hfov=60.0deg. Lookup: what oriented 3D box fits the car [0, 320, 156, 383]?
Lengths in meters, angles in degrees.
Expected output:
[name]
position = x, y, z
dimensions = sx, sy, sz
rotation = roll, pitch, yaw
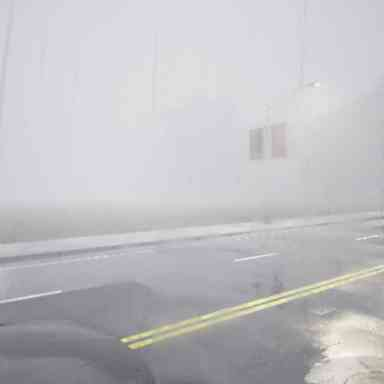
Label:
[car]
position = -2.473, 1.503, 1.676
dimensions = 4.902, 1.511, 2.128
rotation = -1, 0, -35
